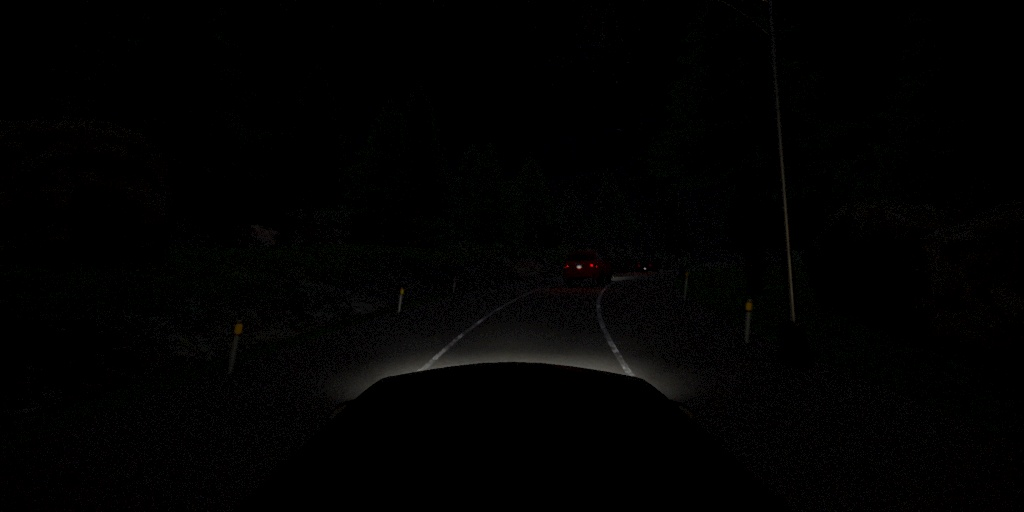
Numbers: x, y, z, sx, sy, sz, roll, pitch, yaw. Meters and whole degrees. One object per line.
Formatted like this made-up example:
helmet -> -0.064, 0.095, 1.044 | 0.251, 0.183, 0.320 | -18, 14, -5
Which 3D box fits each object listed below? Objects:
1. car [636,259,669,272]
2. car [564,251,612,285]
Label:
car -> 15.105, 1.006, 38.277 | 1.895, 1.301, 4.718 | -5, -3, 43
car -> 5.017, 0.714, 23.203 | 2.150, 2.045, 5.566 | -3, -1, 24
